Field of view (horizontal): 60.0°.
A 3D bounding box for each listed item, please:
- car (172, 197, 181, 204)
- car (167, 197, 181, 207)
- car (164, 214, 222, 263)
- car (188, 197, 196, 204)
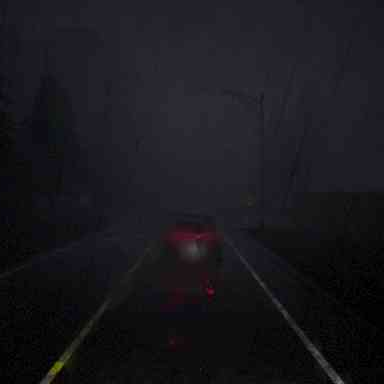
[{"bbox_3d":[-3.492,1.973,75.810,1.882,1.535,5.008,0,0,0],"label":"car"},{"bbox_3d":[-3.533,1.949,60.414,2.033,1.411,5.357,0,0,1],"label":"car"},{"bbox_3d":[0.056,1.573,12.377,2.128,1.511,4.902,0,-1,0],"label":"car"},{"bbox_3d":[0.008,1.829,73.606,2.128,1.511,4.902,0,0,0],"label":"car"}]
